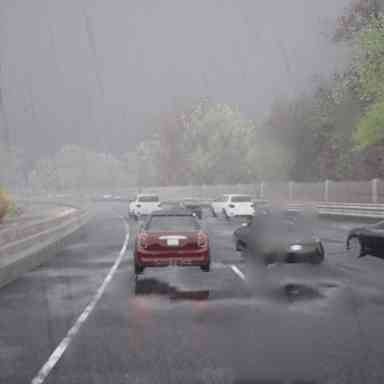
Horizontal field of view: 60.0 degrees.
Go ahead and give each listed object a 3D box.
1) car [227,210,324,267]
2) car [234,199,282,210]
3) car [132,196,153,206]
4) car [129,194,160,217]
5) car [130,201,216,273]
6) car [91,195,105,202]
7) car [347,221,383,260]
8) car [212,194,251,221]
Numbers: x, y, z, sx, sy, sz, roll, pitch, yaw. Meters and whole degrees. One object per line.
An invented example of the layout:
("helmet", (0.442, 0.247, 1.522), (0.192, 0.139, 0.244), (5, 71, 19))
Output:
("car", (2.736, 1.542, 11.389), (1.994, 1.385, 4.181), (0, 0, -6))
("car", (5.313, 1.498, 26.271), (2.033, 1.411, 5.357), (0, 0, -10))
("car", (-8.397, 1.473, 55.844), (1.837, 1.490, 4.892), (0, 0, -30))
("car", (-3.935, 1.205, 27.636), (2.150, 2.045, 5.566), (0, 0, -16))
("car", (-0.717, 1.343, 10.885), (2.097, 1.767, 4.553), (0, 0, -6))
("car", (-21.082, 1.519, 74.399), (2.128, 1.511, 4.902), (0, 0, -37))
("car", (6.431, 1.459, 9.671), (2.128, 1.511, 4.902), (0, 0, -5))
("car", (3.189, 1.181, 26.919), (2.150, 2.045, 5.566), (0, 0, -12))
